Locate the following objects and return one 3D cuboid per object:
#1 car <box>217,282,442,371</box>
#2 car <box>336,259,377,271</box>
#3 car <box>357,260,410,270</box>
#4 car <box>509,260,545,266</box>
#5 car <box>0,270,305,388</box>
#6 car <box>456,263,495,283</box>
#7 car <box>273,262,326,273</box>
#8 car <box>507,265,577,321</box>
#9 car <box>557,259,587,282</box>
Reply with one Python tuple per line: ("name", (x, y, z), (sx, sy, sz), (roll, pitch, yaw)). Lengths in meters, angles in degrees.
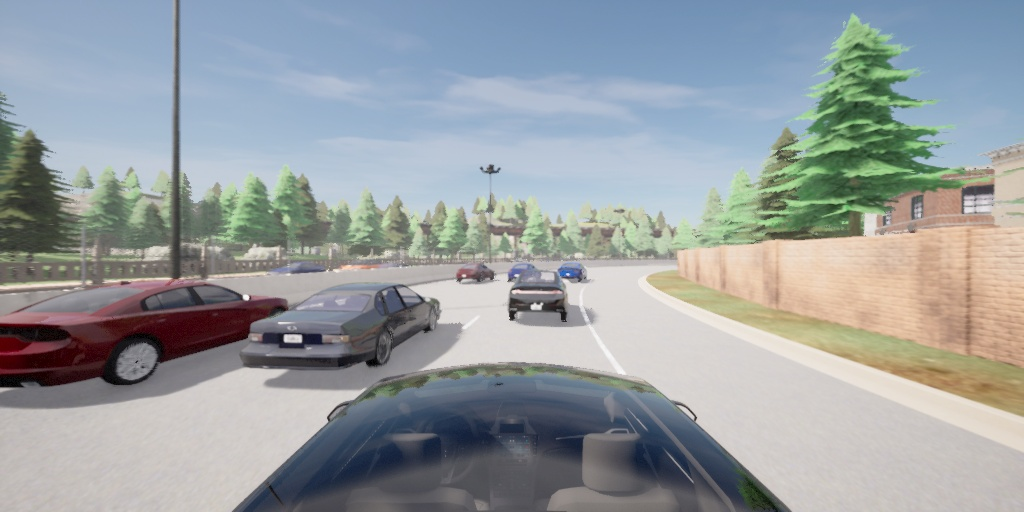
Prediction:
("car", (-3.088, 1.285, 7.872), (2.033, 1.411, 5.357), (0, 0, 4))
("car", (-13.004, 1.048, 31.117), (2.097, 1.767, 4.553), (0, 0, 17))
("car", (-9.913, 1.257, 29.566), (2.033, 1.411, 5.357), (0, 0, 16))
("car", (1.025, 1.284, 28.626), (1.812, 1.442, 4.674), (0, 0, 17))
("car", (-6.590, 1.199, 6.980), (1.882, 1.535, 5.008), (0, 0, 3))
("car", (-2.808, 1.267, 28.051), (1.812, 1.442, 4.674), (0, 0, 16))
("car", (-17.257, 1.203, 29.019), (1.812, 1.442, 4.674), (0, 0, 16))
("car", (0.987, 1.247, 12.576), (2.128, 1.511, 4.902), (0, 0, 7))
("car", (5.049, 1.254, 29.702), (1.882, 1.535, 5.008), (0, 0, 18))
